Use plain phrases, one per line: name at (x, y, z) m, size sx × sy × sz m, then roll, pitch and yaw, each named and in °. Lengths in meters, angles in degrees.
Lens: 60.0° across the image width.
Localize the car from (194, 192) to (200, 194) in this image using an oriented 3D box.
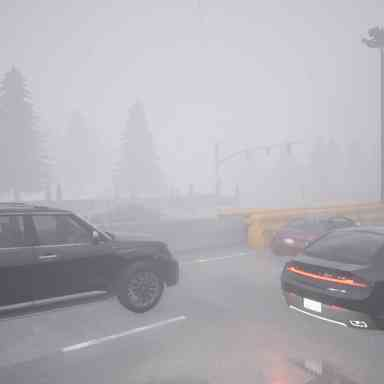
car at (1.044, 0.836, 76.658) m, size 2.128 × 1.511 × 4.902 m, roll -1°, pitch 1°, yaw 3°

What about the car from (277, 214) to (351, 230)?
car at (4.610, 1.441, 11.324) m, size 4.181 × 1.385 × 1.994 m, roll -1°, pitch 1°, yaw -35°

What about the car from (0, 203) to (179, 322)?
car at (-2.922, 1.217, 5.961) m, size 5.566 × 2.045 × 2.150 m, roll 0°, pitch 0°, yaw -36°

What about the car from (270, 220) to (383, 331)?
car at (3.798, 1.435, 6.456) m, size 4.892 × 1.490 × 1.837 m, roll -1°, pitch 1°, yaw -35°

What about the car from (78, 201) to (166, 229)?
car at (-4.601, 1.442, 22.220) m, size 5.357 × 1.411 × 2.033 m, roll -1°, pitch 1°, yaw -36°

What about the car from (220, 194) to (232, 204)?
car at (4.953, 1.060, 49.786) m, size 1.812 × 1.442 × 4.674 m, roll -1°, pitch 1°, yaw -35°
